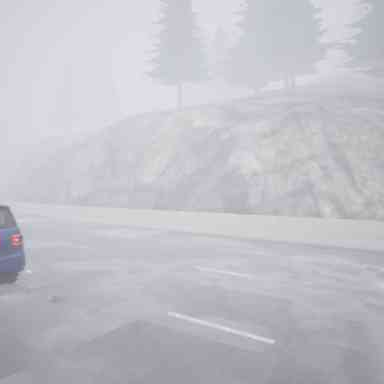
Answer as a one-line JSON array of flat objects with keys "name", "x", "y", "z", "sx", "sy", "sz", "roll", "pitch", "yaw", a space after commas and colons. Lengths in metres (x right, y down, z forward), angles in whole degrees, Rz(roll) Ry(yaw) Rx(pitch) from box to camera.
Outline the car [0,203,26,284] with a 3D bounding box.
[{"name": "car", "x": -6.403, "y": 1.251, "z": 8.561, "sx": 5.566, "sy": 2.045, "sz": 2.150, "roll": 0, "pitch": 0, "yaw": 39}]
